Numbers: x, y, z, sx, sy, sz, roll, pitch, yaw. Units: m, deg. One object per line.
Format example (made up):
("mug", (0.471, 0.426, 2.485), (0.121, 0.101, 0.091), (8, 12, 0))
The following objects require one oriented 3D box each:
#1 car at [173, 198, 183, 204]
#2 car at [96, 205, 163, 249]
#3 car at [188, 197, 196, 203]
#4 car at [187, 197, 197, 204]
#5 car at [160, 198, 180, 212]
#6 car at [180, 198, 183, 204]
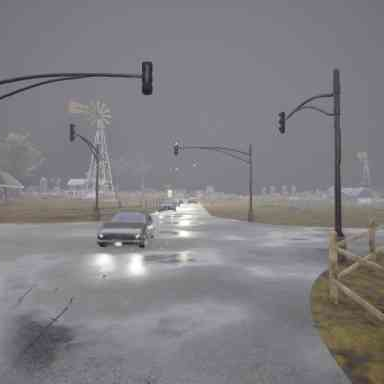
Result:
("car", (-2.783, 1.864, 69.199), (1.895, 1.301, 4.718), (0, 0, 0))
("car", (-2.706, 1.541, 14.924), (2.033, 1.411, 5.357), (1, 0, 0))
("car", (-0.035, 1.859, 79.154), (1.812, 1.442, 4.674), (0, 0, 0))
("car", (0.062, 1.788, 69.141), (1.812, 1.442, 4.674), (0, 0, 0))
("car", (-2.874, 1.660, 39.809), (1.994, 1.385, 4.181), (0, 0, 0))
("car", (-2.872, 1.653, 52.774), (2.128, 1.511, 4.902), (0, 0, 0))
